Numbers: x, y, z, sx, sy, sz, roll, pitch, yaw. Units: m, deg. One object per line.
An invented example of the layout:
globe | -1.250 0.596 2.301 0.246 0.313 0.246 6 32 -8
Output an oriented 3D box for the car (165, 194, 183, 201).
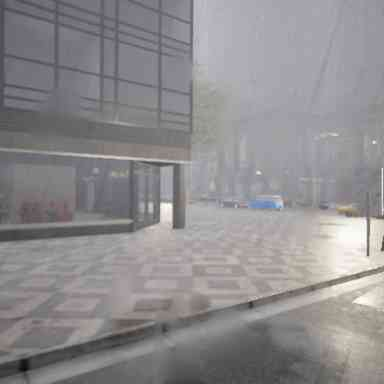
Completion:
car | -3.868 1.108 70.526 1.802 1.307 4.206 1 0 -35

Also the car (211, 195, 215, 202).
car | 5.838 1.320 56.752 2.008 1.369 4.403 1 0 -35

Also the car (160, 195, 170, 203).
car | -4.361 1.183 56.427 2.008 1.369 4.403 2 0 -35

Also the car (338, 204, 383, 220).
car | 15.153 1.587 28.727 1.752 1.417 4.829 1 0 -35

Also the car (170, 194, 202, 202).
car | -1.028 1.242 51.696 1.752 1.417 4.829 1 0 -35

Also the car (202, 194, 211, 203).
car | 2.606 1.128 61.344 1.967 1.590 4.097 1 0 -35

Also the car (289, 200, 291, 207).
car | 12.311 1.469 47.565 1.887 1.381 4.507 1 0 -35

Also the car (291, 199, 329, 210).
car | 15.545 1.561 42.973 1.947 1.339 4.313 1 0 -35

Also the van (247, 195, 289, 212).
van | 8.585 1.281 38.055 1.690 1.788 3.998 1 0 -35

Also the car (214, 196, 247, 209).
car | 5.346 1.420 42.647 2.008 1.369 4.403 1 0 -35

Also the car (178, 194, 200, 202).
car | -0.633 1.157 65.935 2.008 1.369 4.403 1 0 -35
